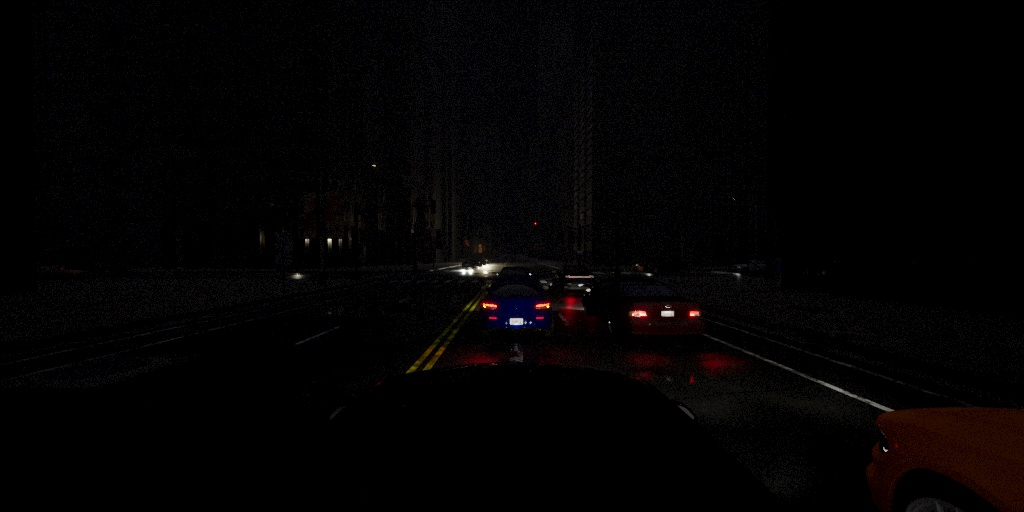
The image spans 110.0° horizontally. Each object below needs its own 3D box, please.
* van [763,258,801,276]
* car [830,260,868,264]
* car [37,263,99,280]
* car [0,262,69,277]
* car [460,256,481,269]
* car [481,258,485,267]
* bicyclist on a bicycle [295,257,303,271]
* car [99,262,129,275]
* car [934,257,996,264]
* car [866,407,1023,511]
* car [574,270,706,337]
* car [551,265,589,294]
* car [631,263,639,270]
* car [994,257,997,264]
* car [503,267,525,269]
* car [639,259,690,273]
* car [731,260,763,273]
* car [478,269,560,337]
[{"bbox_3d":[27.532,1.086,35.280,3.998,1.789,1.690,0,0,0],"label":"van"},{"bbox_3d":[32.974,1.321,35.247,4.207,1.307,1.802,0,0,0],"label":"car"},{"bbox_3d":[-40.821,1.450,32.238,4.829,1.417,1.751,0,0,0],"label":"car"},{"bbox_3d":[-50.892,1.423,37.988,5.357,1.411,2.033,0,1,0],"label":"car"},{"bbox_3d":[-6.535,1.204,55.270,2.128,1.511,4.902,0,0,2],"label":"car"},{"bbox_3d":[-6.525,1.060,64.215,2.097,1.767,4.553,0,0,0],"label":"car"},{"bbox_3d":[-25.870,1.001,43.618,0.582,1.620,1.656,0,1,0],"label":"bicyclist on a bicycle"},{"bbox_3d":[-46.411,1.362,40.761,4.507,1.381,1.888,0,0,0],"label":"car"},{"bbox_3d":[43.853,1.169,35.182,4.097,1.591,1.967,0,0,0],"label":"car"},{"bbox_3d":[3.348,1.228,0.343,1.882,1.535,5.008,0,0,0],"label":"car"},{"bbox_3d":[3.353,1.293,10.268,2.033,1.411,5.357,0,0,0],"label":"car"},{"bbox_3d":[3.351,1.230,20.016,2.128,1.511,4.902,0,0,0],"label":"car"},{"bbox_3d":[16.700,1.071,43.871,4.097,1.591,1.967,0,0,0],"label":"car"},{"bbox_3d":[49.294,1.046,35.149,5.009,1.841,2.192,0,0,0],"label":"car"},{"bbox_3d":[0.100,1.286,19.744,2.033,1.411,5.357,0,0,0],"label":"car"},{"bbox_3d":[17.729,1.147,41.190,5.008,1.535,1.882,0,1,0],"label":"car"},{"bbox_3d":[27.668,1.184,41.115,4.674,1.442,1.812,0,1,0],"label":"car"},{"bbox_3d":[0.095,1.272,10.170,1.812,1.442,4.674,0,0,0],"label":"car"}]
